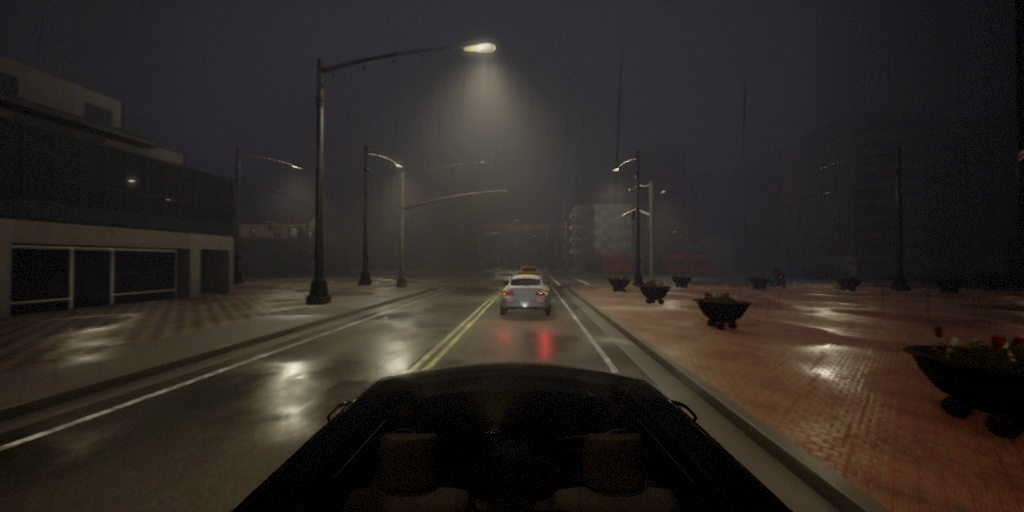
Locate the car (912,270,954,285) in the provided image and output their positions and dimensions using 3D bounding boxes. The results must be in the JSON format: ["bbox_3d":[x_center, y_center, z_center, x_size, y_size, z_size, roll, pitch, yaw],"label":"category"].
[{"bbox_3d":[42.869,2.178,34.890,5.008,1.535,1.882,1,-1,3],"label":"car"}]

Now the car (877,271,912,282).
[{"bbox_3d":[45.805,2.430,41.824,4.718,1.301,1.895,1,-1,3],"label":"car"}]

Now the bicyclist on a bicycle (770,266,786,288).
[{"bbox_3d":[19.746,1.550,26.658,0.582,1.620,1.656,1,-1,3],"label":"bicyclist on a bicycle"}]

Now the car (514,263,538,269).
[{"bbox_3d":[1.460,1.605,29.871,1.882,1.535,5.008,0,0,4],"label":"car"}]

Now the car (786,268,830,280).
[{"bbox_3d":[37.736,2.275,45.758,4.674,1.442,1.812,1,-1,3],"label":"car"}]

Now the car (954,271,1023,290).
[{"bbox_3d":[42.765,2.146,31.390,4.902,1.511,2.128,1,-1,3],"label":"car"}]

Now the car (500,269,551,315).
[{"bbox_3d":[0.585,1.436,14.365,1.812,1.442,4.674,0,-1,4],"label":"car"}]
